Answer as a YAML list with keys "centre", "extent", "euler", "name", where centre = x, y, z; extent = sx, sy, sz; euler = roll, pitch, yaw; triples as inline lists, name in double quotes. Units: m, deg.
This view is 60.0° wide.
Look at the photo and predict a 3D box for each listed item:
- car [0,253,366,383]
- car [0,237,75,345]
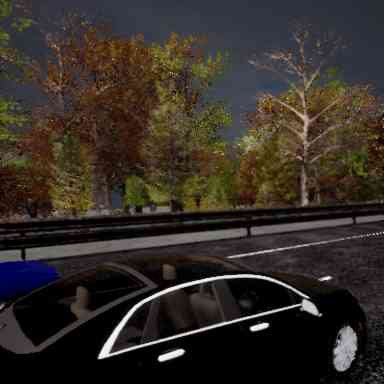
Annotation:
- centre: [0.097, 1.495, 3.833]
  extent: [4.892, 1.490, 1.837]
  euler: [0, 0, -36]
  name: "car"
- centre: [-4.415, 1.606, 4.904]
  extent: [4.718, 1.301, 1.895]
  euler: [0, 0, -35]
  name: "car"
